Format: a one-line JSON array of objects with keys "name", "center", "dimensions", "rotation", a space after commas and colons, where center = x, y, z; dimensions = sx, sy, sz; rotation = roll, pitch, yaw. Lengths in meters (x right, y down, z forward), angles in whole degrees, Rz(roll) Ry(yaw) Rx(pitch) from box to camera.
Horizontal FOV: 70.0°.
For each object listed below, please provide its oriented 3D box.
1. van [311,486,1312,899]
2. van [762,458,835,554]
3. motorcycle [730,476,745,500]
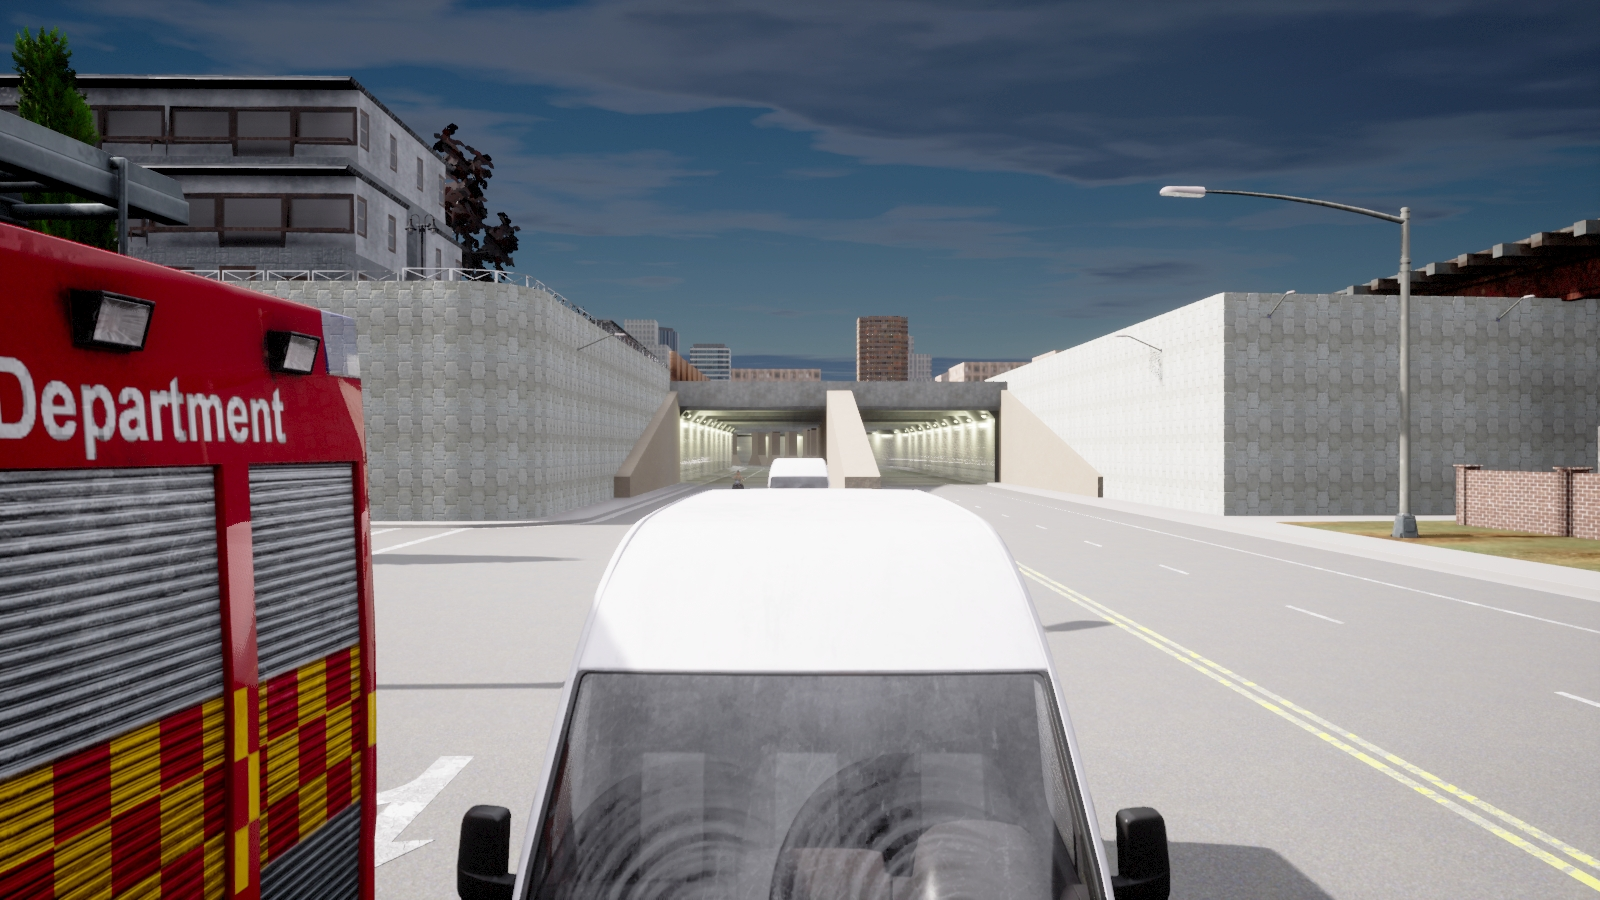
[{"name": "van", "center": [0.047, 1.535, 5.225], "dimensions": [1.988, 2.561, 5.915], "rotation": [0, 0, 1]}, {"name": "van", "center": [-0.033, 1.534, 33.990], "dimensions": [1.988, 2.561, 5.915], "rotation": [0, 0, 0]}, {"name": "motorcycle", "center": [-3.550, 2.169, 65.034], "dimensions": [0.764, 1.277, 2.356], "rotation": [0, 0, 0]}]
